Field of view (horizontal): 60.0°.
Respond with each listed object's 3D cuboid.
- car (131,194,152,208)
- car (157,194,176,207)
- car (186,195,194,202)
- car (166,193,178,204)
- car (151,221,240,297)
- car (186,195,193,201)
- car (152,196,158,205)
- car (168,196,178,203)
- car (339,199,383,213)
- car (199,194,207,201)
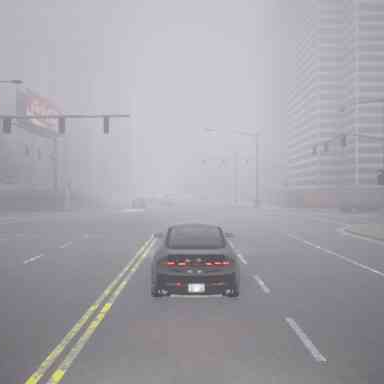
[{"bbox_3d":[-7.424,1.491,47.721,2.128,1.511,4.902,0,0,0],"label":"car"},{"bbox_3d":[-3.927,1.526,51.699,1.812,1.442,4.674,0,0,0],"label":"car"},{"bbox_3d":[-0.532,1.595,78.451,1.895,1.301,4.718,0,0,0],"label":"car"},{"bbox_3d":[-3.977,1.221,61.278,2.150,2.045,5.566,0,0,0],"label":"car"},{"bbox_3d":[0.053,1.506,8.535,1.837,1.490,4.892,0,0,-1],"label":"car"},{"bbox_3d":[-0.602,1.524,88.664,1.812,1.442,4.674,0,0,0],"label":"car"},{"bbox_3d":[-7.466,1.601,56.985,1.895,1.301,4.718,0,0,0],"label":"car"},{"bbox_3d":[-3.983,1.595,71.324,1.895,1.301,4.718,0,0,0],"label":"car"},{"bbox_3d":[18.438,1.478,35.660,5.008,1.535,1.882,0,0,-1],"label":"car"},{"bbox_3d":[2.897,1.355,88.700,2.097,1.767,4.553,0,0,0],"label":"car"}]
